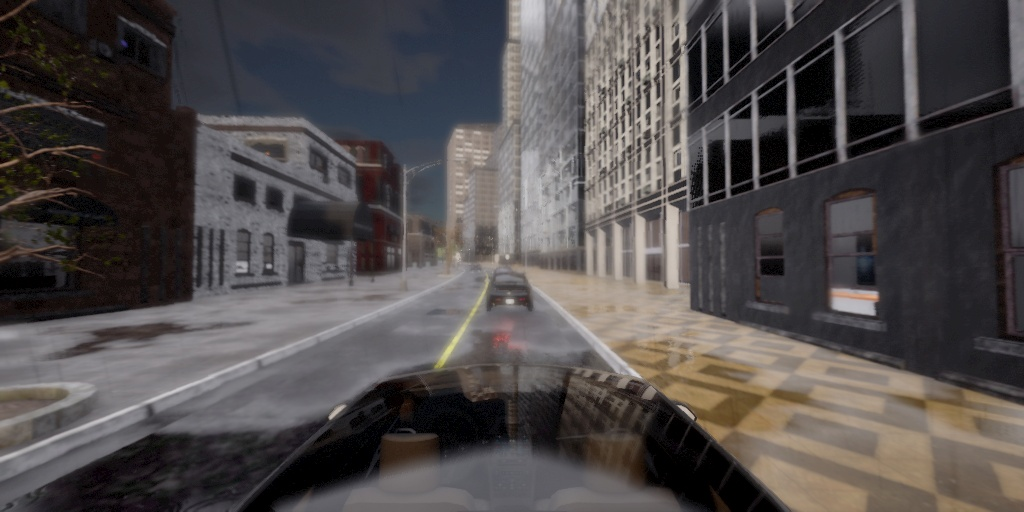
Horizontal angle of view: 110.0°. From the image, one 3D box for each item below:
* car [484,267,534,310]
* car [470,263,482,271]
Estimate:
[{"bbox_3d":[-0.116,1.400,15.400,1.837,1.490,4.892,0,0,-1],"label":"car"},{"bbox_3d":[-6.161,1.897,61.176,1.994,1.385,4.181,0,-1,-6],"label":"car"}]
